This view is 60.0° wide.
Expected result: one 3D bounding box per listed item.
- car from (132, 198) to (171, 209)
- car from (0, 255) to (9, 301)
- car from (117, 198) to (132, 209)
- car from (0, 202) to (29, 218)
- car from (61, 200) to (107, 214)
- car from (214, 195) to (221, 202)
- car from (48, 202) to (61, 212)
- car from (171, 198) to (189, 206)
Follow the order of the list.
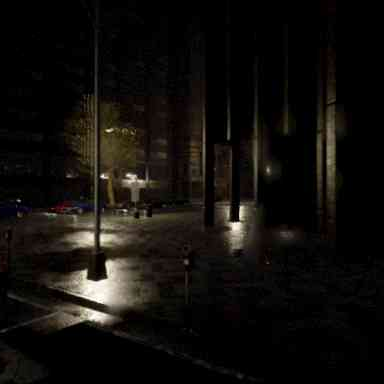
[{"bbox_3d":[-5.378,1.554,44.794,1.837,1.490,4.892,0,0,36],"label":"car"},{"bbox_3d":[-5.711,1.478,7.026,4.097,1.590,1.967,0,0,35],"label":"car"},{"bbox_3d":[-8.338,1.573,46.235,1.812,1.442,4.674,0,0,35],"label":"car"},{"bbox_3d":[-16.684,1.616,28.858,1.812,1.442,4.674,0,0,37],"label":"car"},{"bbox_3d":[-11.421,1.596,36.286,1.812,1.442,4.674,0,0,35],"label":"car"},{"bbox_3d":[3.638,1.239,57.354,1.837,1.490,4.892,0,0,35],"label":"car"},{"bbox_3d":[-14.171,1.633,38.041,1.994,1.385,4.181,0,0,34],"label":"car"},{"bbox_3d":[-2.636,1.630,54.223,1.895,1.301,4.718,0,0,36],"label":"car"}]
